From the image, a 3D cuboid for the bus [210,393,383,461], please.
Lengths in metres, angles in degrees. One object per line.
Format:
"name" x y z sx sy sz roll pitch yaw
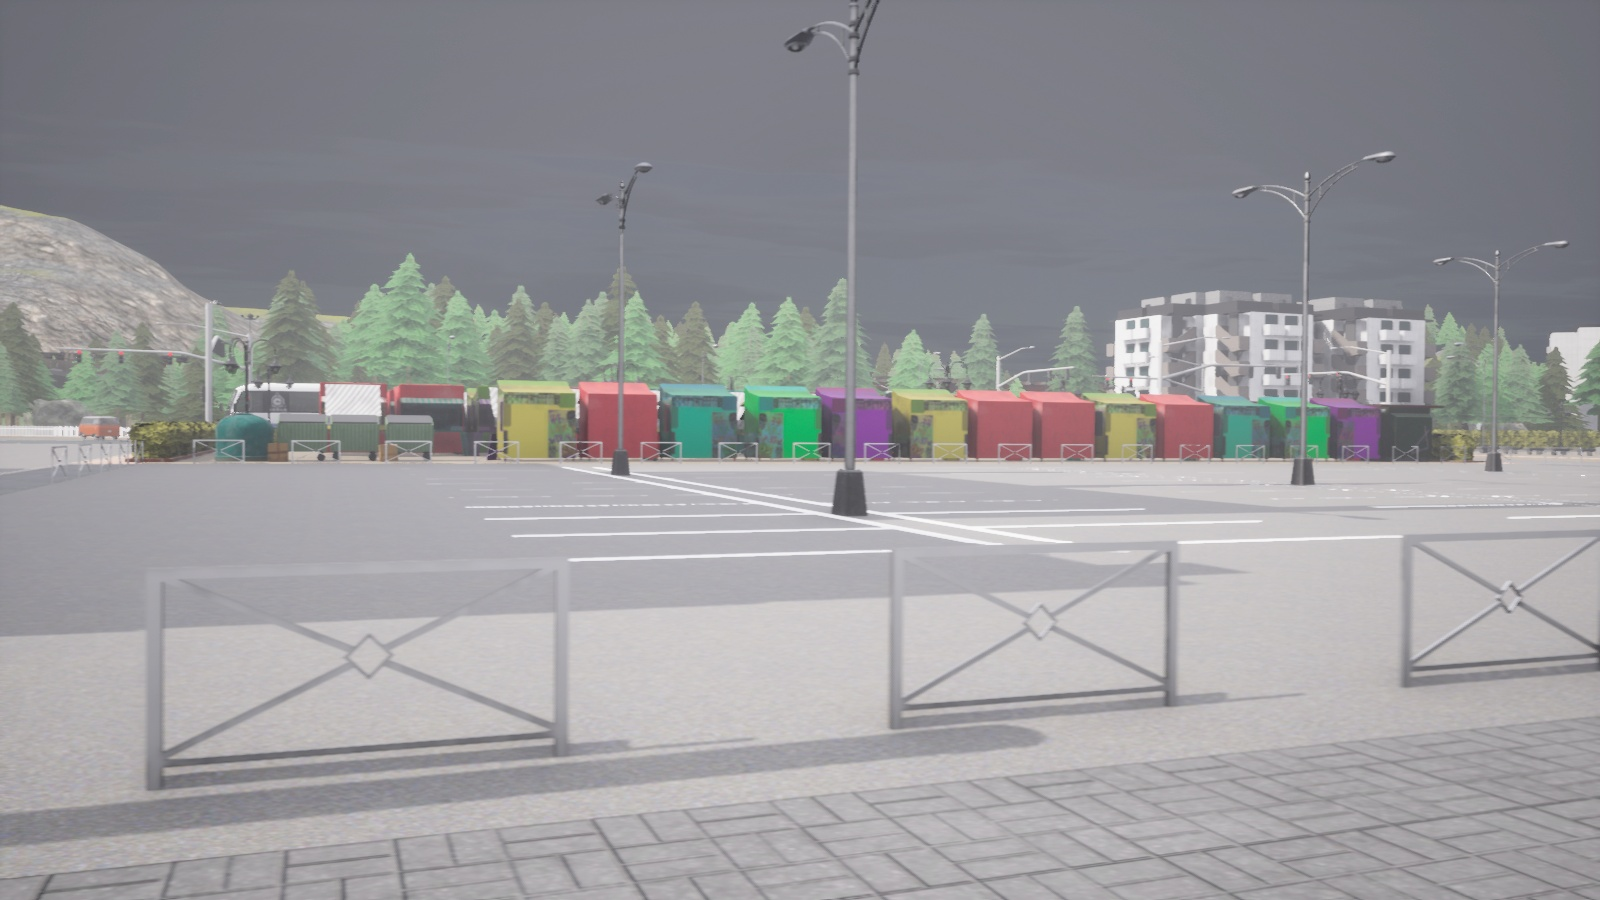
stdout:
"bus" -33.277 -1.571 83.157 10.273 4.253 3.944 -1 1 -26
